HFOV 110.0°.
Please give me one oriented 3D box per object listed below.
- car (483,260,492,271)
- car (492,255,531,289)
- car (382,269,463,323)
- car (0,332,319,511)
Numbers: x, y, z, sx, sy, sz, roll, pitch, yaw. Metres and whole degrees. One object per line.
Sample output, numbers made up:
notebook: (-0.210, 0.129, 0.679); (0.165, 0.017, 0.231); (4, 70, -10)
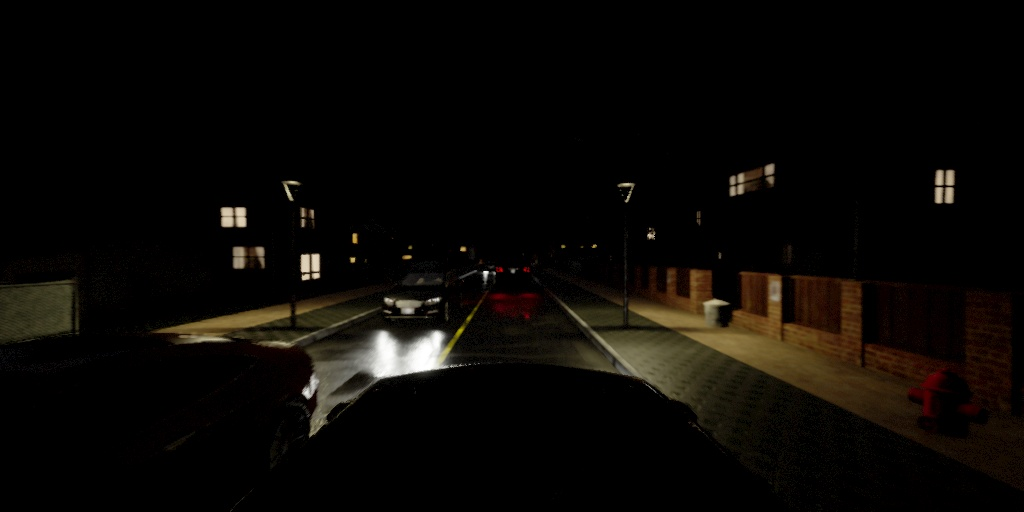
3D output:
car: (-2.714, 1.288, 49.143); (1.812, 1.442, 4.674); (0, 0, 1)
car: (0.077, 0.963, 23.224); (2.150, 2.045, 5.566); (0, 0, 1)
car: (-2.829, 1.230, 12.223); (2.128, 1.511, 4.902); (0, 0, 0)
car: (-2.842, 1.273, 1.861); (1.812, 1.442, 4.674); (0, 0, -1)
